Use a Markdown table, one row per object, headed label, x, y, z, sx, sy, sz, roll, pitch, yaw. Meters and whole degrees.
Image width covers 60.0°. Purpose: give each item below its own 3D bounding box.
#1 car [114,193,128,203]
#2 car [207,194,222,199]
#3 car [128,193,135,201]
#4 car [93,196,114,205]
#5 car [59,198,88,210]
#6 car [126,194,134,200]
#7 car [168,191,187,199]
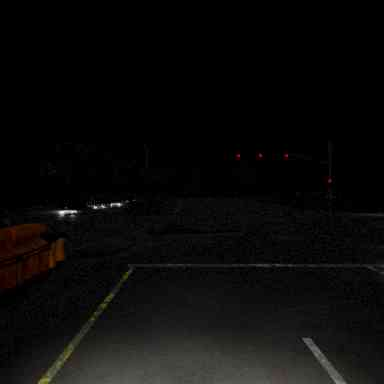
| label | x | y | z | sx | sy | sz | roll | pitch | yaw |
| --- | --- | --- | --- | --- | --- | --- | --- | --- | --- |
| car | -14.036 | 1.346 | 63.071 | 1.895 | 1.301 | 4.718 | 0 | 0 | 1 |
| car | 6.905 | 1.145 | 94.739 | 2.033 | 1.411 | 5.357 | 0 | 0 | -18 |
| car | -14.105 | 1.056 | 73.250 | 2.097 | 1.767 | 4.553 | 0 | 0 | -3 |
| car | -14.081 | 1.357 | 52.202 | 1.994 | 1.385 | 4.181 | 0 | 0 | 0 |
| car | -14.093 | 1.396 | 39.816 | 2.033 | 1.411 | 5.357 | 0 | 0 | 0 |
| car | -15.465 | 1.156 | 83.335 | 1.837 | 1.490 | 4.892 | 0 | 0 | -10 |
| car | -4.265 | 0.822 | 95.294 | 2.150 | 2.045 | 5.566 | 0 | 0 | -22 |
